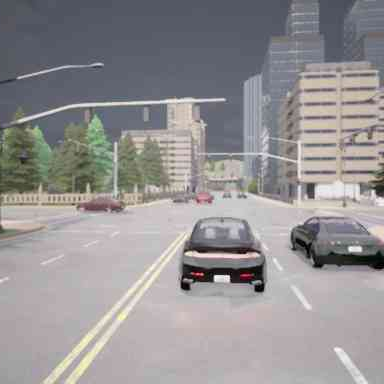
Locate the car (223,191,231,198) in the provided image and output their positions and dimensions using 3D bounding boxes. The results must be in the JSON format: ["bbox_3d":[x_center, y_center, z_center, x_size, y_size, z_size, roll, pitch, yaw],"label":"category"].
[{"bbox_3d":[9.070,0.558,86.055,2.097,1.767,4.553,0,1,6],"label":"car"}]

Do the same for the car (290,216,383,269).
[{"bbox_3d":[4.497,1.462,10.787,1.994,1.385,4.181,0,1,5],"label":"car"}]

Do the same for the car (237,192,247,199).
[{"bbox_3d":[11.591,0.883,76.428,1.895,1.301,4.718,0,1,6],"label":"car"}]

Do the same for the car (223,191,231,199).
[{"bbox_3d":[8.210,0.831,77.761,1.994,1.385,4.181,0,1,6],"label":"car"}]

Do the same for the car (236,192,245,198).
[{"bbox_3d":[12.554,0.743,85.726,2.033,1.411,5.357,0,1,6],"label":"car"}]

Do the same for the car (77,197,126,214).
[{"bbox_3d":[-8.559,1.240,31.433,4.674,1.442,1.812,0,0,17],"label":"car"}]

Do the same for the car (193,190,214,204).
[{"bbox_3d":[1.863,0.749,51.216,2.150,2.045,5.566,0,0,6],"label":"car"}]

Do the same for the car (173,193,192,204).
[{"bbox_3d":[-1.688,1.095,50.939,1.994,1.385,4.181,0,1,6],"label":"car"}]

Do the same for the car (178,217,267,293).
[{"bbox_3d":[0.788,1.410,8.707,2.128,1.511,4.902,0,1,5],"label":"car"}]
